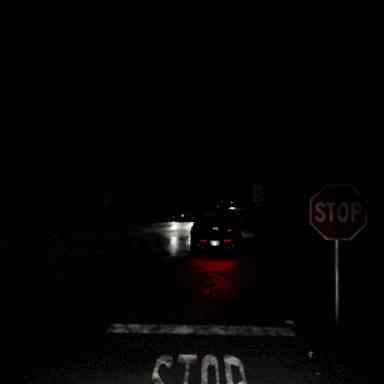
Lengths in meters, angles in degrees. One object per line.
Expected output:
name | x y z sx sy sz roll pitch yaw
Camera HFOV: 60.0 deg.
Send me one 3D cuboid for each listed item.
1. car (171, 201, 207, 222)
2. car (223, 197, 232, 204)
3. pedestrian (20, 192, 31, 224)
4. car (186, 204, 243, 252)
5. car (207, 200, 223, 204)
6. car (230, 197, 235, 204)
car | -0.297 1.574 26.509 1.994 1.385 4.181 0 0 12
car | 3.845 1.762 44.982 1.895 1.301 4.718 0 0 13
pedestrian | -9.570 0.920 19.102 0.375 1.860 0.375 0 -4 3
car | 1.027 1.465 13.743 1.837 1.490 4.892 0 0 6
car | 1.649 1.631 35.584 2.033 1.411 5.357 0 -1 13
car | 5.956 1.606 54.791 2.097 1.767 4.553 0 -1 12
